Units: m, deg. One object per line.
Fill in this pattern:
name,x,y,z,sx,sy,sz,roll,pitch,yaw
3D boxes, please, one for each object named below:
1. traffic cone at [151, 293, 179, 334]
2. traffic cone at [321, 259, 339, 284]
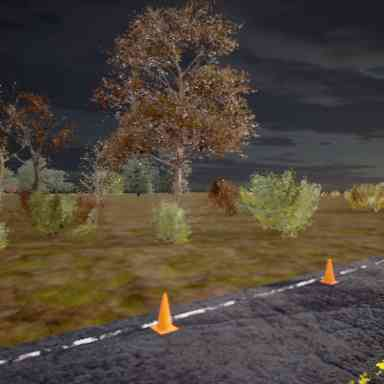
traffic cone,-0.448,1.978,5.528,0.340,0.580,0.340,0,0,-36
traffic cone,3.514,2.000,8.495,0.340,0.580,0.340,0,0,-37
